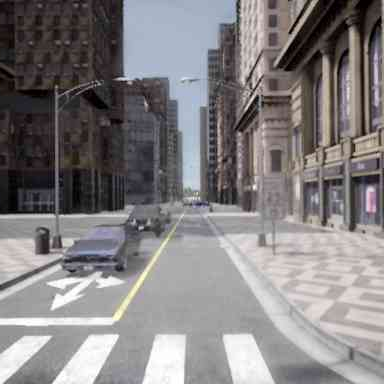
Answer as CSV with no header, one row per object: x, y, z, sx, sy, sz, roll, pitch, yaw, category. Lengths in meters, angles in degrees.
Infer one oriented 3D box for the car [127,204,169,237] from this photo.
-3.055,1.844,22.739,2.150,2.045,5.566,0,-1,0,car

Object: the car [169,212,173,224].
-3.017,2.389,33.061,1.812,1.442,4.674,-1,-1,0,car

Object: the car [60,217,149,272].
-3.077,1.932,12.516,2.033,1.411,5.357,0,-1,0,car
